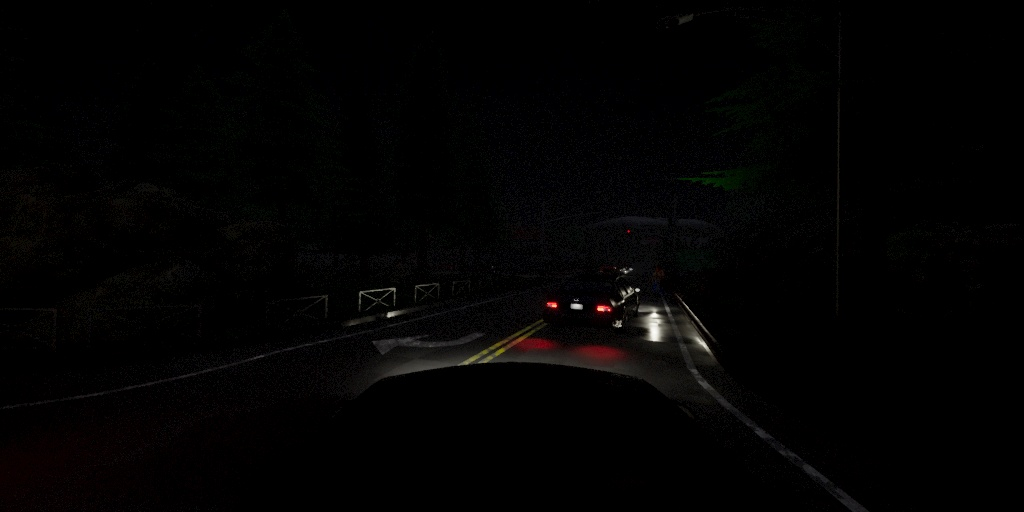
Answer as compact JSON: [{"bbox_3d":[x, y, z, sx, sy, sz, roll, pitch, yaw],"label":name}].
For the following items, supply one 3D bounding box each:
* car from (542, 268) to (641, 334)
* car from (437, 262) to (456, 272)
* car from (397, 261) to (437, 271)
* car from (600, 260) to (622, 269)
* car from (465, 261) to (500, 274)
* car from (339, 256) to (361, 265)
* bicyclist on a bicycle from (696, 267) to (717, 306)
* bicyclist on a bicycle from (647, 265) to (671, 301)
[{"bbox_3d":[2.534,1.231,10.404,2.033,1.411,5.357,1,-1,25],"label":"car"},{"bbox_3d":[-10.255,1.514,51.206,4.674,1.442,1.812,1,-1,21],"label":"car"},{"bbox_3d":[-13.090,1.396,48.408,5.008,1.535,1.882,1,-1,21],"label":"car"},{"bbox_3d":[12.703,1.538,46.600,2.097,1.767,4.553,0,0,21],"label":"car"},{"bbox_3d":[-3.771,1.391,44.810,4.553,1.767,2.097,1,-1,21],"label":"car"},{"bbox_3d":[-22.667,1.018,52.408,5.566,2.045,2.150,1,-1,25],"label":"car"},{"bbox_3d":[8.214,1.273,15.099,1.656,1.620,0.582,1,0,-33],"label":"bicyclist on a bicycle"},{"bbox_3d":[6.801,1.258,16.514,1.656,1.620,0.582,1,0,-30],"label":"bicyclist on a bicycle"}]
